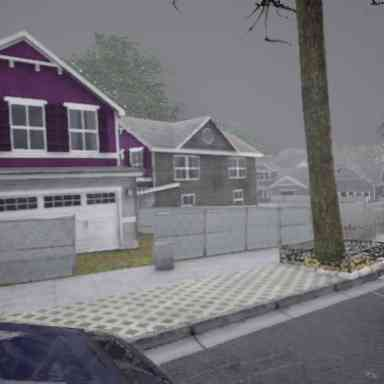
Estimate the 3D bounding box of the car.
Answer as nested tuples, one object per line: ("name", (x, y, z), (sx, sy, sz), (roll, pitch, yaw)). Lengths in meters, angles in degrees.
("car", (-2.000, 1.565, 1.645), (4.181, 1.385, 1.994), (0, 0, -35))
